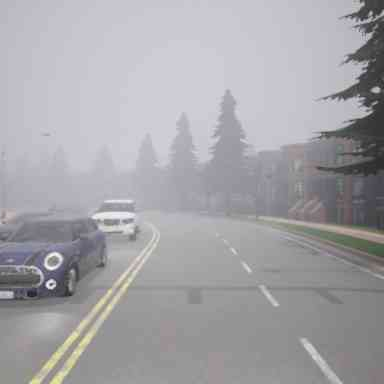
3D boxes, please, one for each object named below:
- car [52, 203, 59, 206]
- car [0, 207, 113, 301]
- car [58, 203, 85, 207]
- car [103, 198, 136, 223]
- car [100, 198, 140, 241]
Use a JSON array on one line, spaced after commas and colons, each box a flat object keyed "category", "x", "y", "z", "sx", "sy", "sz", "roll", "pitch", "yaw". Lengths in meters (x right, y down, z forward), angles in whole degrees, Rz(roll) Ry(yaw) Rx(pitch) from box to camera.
[{"category": "car", "x": -15.594, "y": 2.015, "z": 39.518, "sx": 1.994, "sy": 1.385, "sz": 4.181, "roll": 0, "pitch": -1, "yaw": -38}, {"category": "car", "x": -3.709, "y": 1.454, "z": 8.787, "sx": 2.097, "sy": 1.767, "sz": 4.553, "roll": 0, "pitch": -1, "yaw": -1}, {"category": "car", "x": -8.833, "y": 1.766, "z": 25.362, "sx": 1.882, "sy": 1.535, "sz": 5.008, "roll": 0, "pitch": -1, "yaw": -17}, {"category": "car", "x": -6.652, "y": 1.559, "z": 29.992, "sx": 2.150, "sy": 2.045, "sz": 5.566, "roll": 0, "pitch": -1, "yaw": -21}, {"category": "car", "x": -4.045, "y": 1.428, "z": 18.363, "sx": 2.150, "sy": 2.045, "sz": 5.566, "roll": 0, "pitch": -1, "yaw": -6}]
